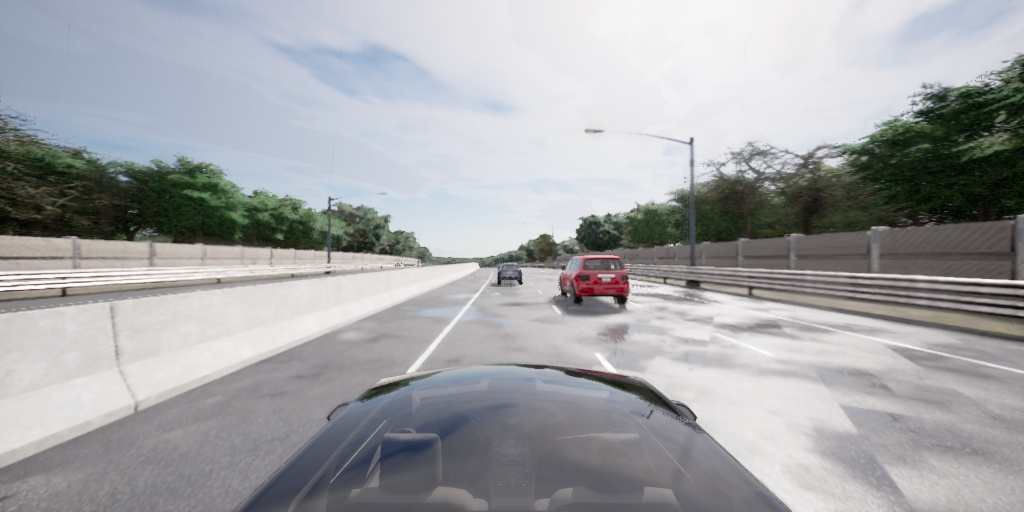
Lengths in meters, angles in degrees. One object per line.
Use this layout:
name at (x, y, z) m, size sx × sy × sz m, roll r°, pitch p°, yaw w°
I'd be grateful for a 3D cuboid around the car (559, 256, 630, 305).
car at (3.560, 1.018, 16.366) m, size 2.150 × 2.045 × 5.566 m, roll 0°, pitch 0°, yaw -1°

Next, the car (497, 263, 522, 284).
car at (-0.201, 1.360, 28.973) m, size 2.033 × 1.649 × 4.856 m, roll 0°, pitch -1°, yaw -1°
